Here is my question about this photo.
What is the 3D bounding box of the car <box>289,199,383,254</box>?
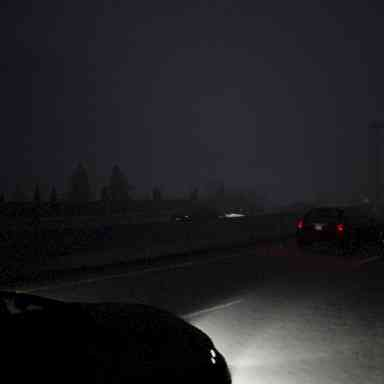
[{"bbox_3d":[6.309,1.361,13.946,4.553,1.767,2.097,0,0,-43],"label":"car"}]

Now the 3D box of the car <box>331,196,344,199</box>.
[{"bbox_3d":[27.845,1.517,63.604,1.882,1.535,5.008,0,0,14],"label":"car"}]

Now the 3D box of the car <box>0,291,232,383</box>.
[{"bbox_3d":[-1.668,1.571,2.674,4.181,1.385,1.994,0,0,-36],"label":"car"}]

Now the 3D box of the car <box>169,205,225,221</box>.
[{"bbox_3d":[0.421,1.595,23.113,1.994,1.385,4.181,0,0,45],"label":"car"}]

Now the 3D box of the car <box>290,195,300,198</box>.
[{"bbox_3d":[22.585,1.353,72.530,1.994,1.385,4.181,0,0,11],"label":"car"}]

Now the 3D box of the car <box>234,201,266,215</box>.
[{"bbox_3d":[6.118,1.602,34.919,1.994,1.385,4.181,0,0,37],"label":"car"}]

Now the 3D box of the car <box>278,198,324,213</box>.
[{"bbox_3d":[8.639,1.500,26.850,1.882,1.535,5.008,0,0,39],"label":"car"}]

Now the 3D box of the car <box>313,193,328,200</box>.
[{"bbox_3d":[22.652,1.263,58.634,2.150,2.045,5.566,0,0,19],"label":"car"}]
